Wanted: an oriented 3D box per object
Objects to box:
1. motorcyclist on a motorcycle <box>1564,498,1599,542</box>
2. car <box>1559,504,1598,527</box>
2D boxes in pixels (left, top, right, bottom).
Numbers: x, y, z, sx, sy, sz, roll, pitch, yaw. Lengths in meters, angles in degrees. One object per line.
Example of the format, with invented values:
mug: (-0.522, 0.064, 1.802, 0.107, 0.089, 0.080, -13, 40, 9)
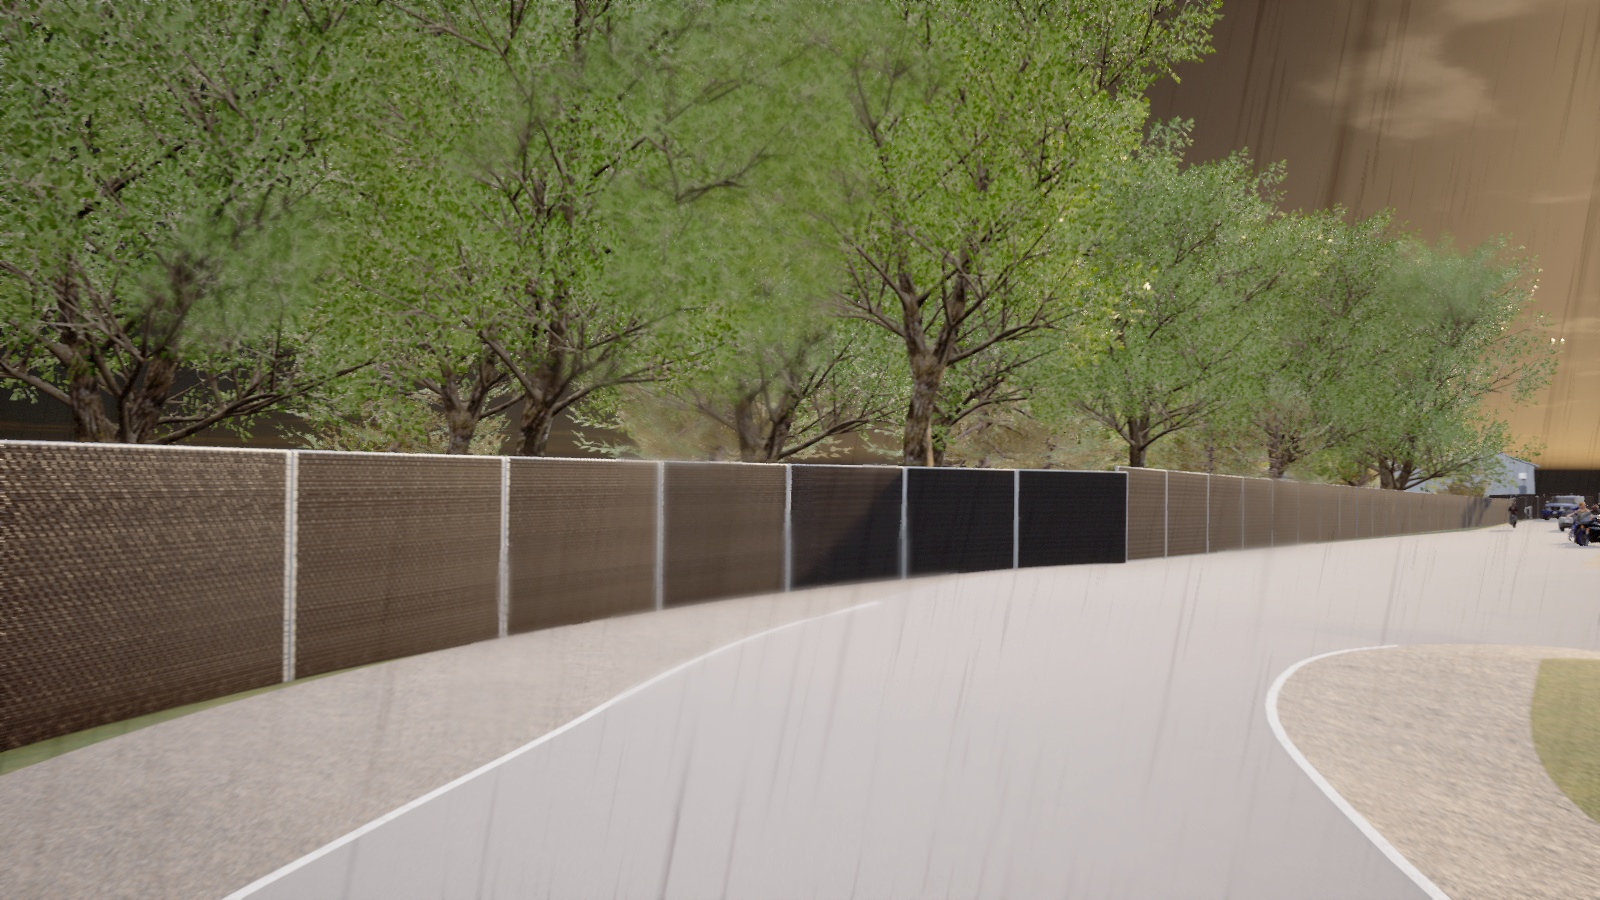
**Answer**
motorcyclist on a motorcycle: (28.373, 2.495, 44.727, 2.191, 1.530, 0.866, 2, -3, -24)
car: (48.487, 4.042, 78.292, 1.895, 1.301, 4.718, 0, -2, 29)
